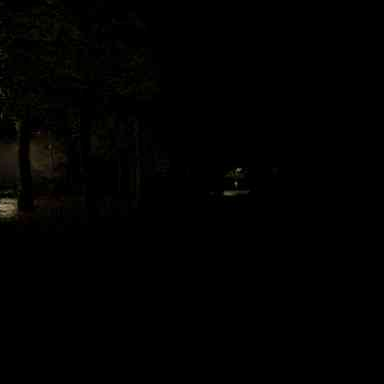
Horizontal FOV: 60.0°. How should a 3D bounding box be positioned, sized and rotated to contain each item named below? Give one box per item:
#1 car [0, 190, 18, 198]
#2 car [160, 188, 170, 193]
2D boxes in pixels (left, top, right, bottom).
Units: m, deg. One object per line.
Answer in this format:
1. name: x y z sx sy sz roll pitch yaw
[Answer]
1. car: -32.515 0.490 57.819 2.128 1.511 4.902 -3 0 34
2. car: -7.152 -0.431 94.883 1.837 1.490 4.892 -3 0 34
